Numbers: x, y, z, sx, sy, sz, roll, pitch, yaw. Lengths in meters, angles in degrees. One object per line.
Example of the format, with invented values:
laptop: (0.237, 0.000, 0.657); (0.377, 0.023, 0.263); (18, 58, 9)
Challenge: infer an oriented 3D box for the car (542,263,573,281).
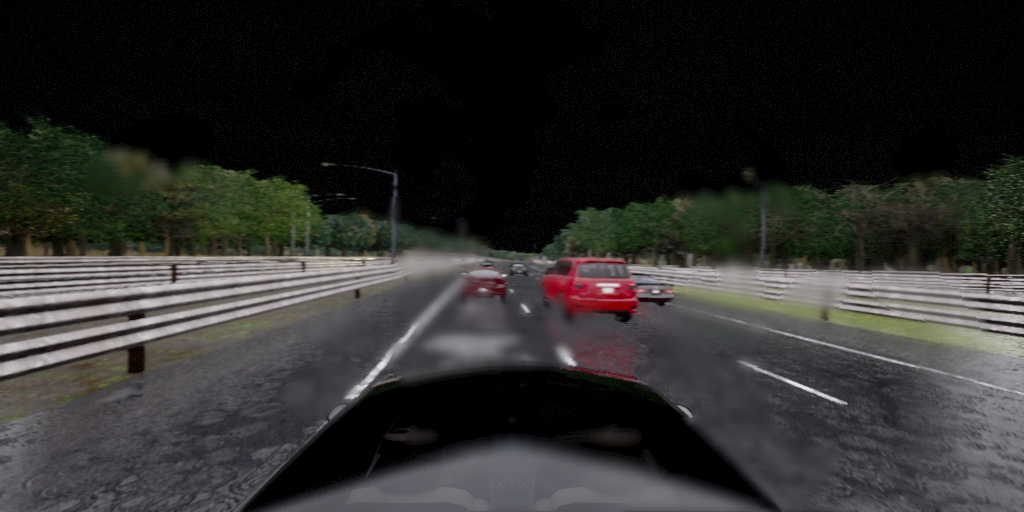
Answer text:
car: (4.454, 1.523, 35.733); (2.128, 1.511, 4.902); (2, 0, -3)

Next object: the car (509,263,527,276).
car: (0.666, 1.485, 40.757); (1.812, 1.442, 4.674); (2, 0, -3)

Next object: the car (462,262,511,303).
car: (-1.303, 1.266, 17.061); (1.882, 1.535, 5.008); (1, 0, -4)

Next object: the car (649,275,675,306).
car: (5.704, 1.517, 17.174); (2.033, 1.411, 5.357); (1, 0, -4)

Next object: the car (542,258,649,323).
car: (2.530, 1.089, 12.931); (2.150, 2.045, 5.566); (1, 0, -5)
